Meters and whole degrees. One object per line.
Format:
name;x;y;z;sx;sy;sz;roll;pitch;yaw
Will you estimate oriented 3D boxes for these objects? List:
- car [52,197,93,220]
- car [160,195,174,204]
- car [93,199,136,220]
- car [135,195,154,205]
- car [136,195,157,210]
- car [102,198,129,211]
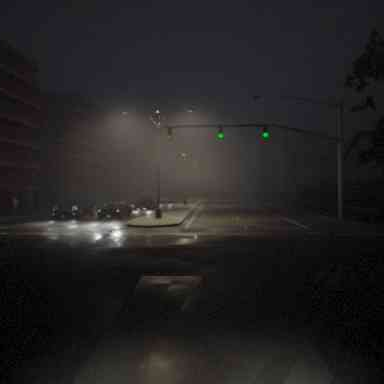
car;-9.717;1.273;27.605;2.097;1.767;4.553;-1;0;4
car;-4.304;1.214;56.491;1.812;1.442;4.674;-1;0;4
car;-6.235;1.490;27.344;1.895;1.301;4.718;-1;0;2
car;-7.903;1.222;55.303;2.128;1.511;4.902;-1;0;4
car;-5.458;1.333;39.210;1.812;1.442;4.674;-1;0;4
car;-8.951;1.440;39.452;1.895;1.301;4.718;-1;0;4
